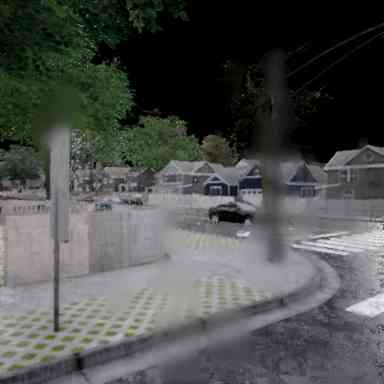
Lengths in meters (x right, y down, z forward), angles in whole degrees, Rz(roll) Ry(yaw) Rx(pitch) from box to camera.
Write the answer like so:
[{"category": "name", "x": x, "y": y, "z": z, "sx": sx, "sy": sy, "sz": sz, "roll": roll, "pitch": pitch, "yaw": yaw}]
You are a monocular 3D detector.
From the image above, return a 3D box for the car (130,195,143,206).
[{"category": "car", "x": -8.919, "y": 1.234, "z": 48.532, "sx": 1.837, "sy": 1.490, "sz": 4.892, "roll": 0, "pitch": 1, "yaw": -37}]

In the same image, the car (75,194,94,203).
[{"category": "car", "x": -17.762, "y": 1.079, "z": 54.666, "sx": 1.837, "sy": 1.490, "sz": 4.892, "roll": 0, "pitch": 1, "yaw": -37}]

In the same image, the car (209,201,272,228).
[{"category": "car", "x": 3.172, "y": 1.382, "z": 21.777, "sx": 1.882, "sy": 1.535, "sz": 5.008, "roll": 0, "pitch": 0, "yaw": -37}]

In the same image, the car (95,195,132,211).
[{"category": "car", "x": -8.997, "y": 1.336, "z": 37.704, "sx": 1.812, "sy": 1.442, "sz": 4.674, "roll": 0, "pitch": 0, "yaw": -37}]

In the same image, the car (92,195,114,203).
[{"category": "car", "x": -15.200, "y": 1.190, "z": 56.665, "sx": 1.895, "sy": 1.301, "sz": 4.718, "roll": 0, "pitch": 1, "yaw": -37}]
